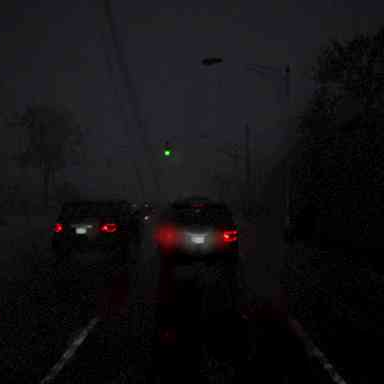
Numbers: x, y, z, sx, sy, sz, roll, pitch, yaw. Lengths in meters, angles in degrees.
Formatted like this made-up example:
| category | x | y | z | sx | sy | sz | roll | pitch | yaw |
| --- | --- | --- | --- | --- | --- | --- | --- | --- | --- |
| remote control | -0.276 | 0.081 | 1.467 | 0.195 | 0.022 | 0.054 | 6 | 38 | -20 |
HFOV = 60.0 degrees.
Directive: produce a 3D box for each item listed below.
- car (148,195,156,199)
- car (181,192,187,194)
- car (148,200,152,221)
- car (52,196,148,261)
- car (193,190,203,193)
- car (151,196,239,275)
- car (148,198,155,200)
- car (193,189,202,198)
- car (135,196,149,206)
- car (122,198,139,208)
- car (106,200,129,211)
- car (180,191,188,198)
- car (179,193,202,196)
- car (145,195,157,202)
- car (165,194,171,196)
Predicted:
| category | x | y | z | sx | sy | sz | roll | pitch | yaw |
| --- | --- | --- | --- | --- | --- | --- | --- | --- | --- |
| car | -6.233 | 1.713 | 52.670 | 2.128 | 1.511 | 4.902 | 0 | 0 | 1 |
| car | -2.219 | 1.367 | 74.410 | 2.033 | 1.411 | 5.357 | 0 | 3 | 1 |
| car | -3.073 | 1.598 | 25.290 | 2.128 | 1.511 | 4.902 | 0 | 0 | 1 |
| car | -3.281 | 1.273 | 12.633 | 2.150 | 2.045 | 5.566 | 0 | 0 | 1 |
| car | 1.288 | 1.165 | 74.718 | 2.097 | 1.767 | 4.553 | 0 | 3 | 1 |
| car | 0.193 | 1.268 | 10.741 | 2.150 | 2.045 | 5.566 | 0 | 0 | 1 |
| car | -6.422 | 1.784 | 43.502 | 1.895 | 1.301 | 4.718 | 0 | 0 | 1 |
| car | 1.485 | 0.398 | 84.775 | 2.150 | 2.045 | 5.566 | 0 | 3 | 1 |
| car | -9.464 | 1.695 | 63.511 | 1.882 | 1.535 | 5.008 | 0 | 1 | 2 |
| car | -9.722 | 1.749 | 53.168 | 1.812 | 1.442 | 4.674 | 0 | 0 | 1 |
| car | -9.901 | 1.751 | 44.489 | 1.994 | 1.385 | 4.181 | 0 | 0 | 1 |
| car | -2.015 | 0.652 | 84.825 | 1.882 | 1.535 | 5.008 | 0 | 3 | 1 |
| car | 0.410 | 1.326 | 24.200 | 2.150 | 2.045 | 5.566 | 0 | 0 | 1 |
| car | -9.213 | 1.373 | 74.784 | 1.994 | 1.385 | 4.181 | 0 | 3 | 1 |
| car | -5.673 | 1.264 | 76.796 | 1.994 | 1.385 | 4.181 | 0 | 3 | 1 |
